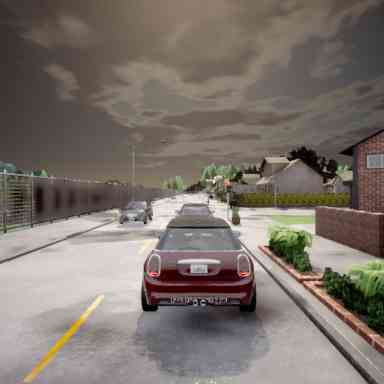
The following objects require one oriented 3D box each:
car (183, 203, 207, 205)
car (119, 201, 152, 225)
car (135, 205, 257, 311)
[{"bbox_3d":[0.163,1.352,17.590,2.097,1.767,4.553,0,0,0],"label":"car"},{"bbox_3d":[-3.914,1.440,24.022,2.128,1.511,4.902,0,0,0],"label":"car"},{"bbox_3d":[0.125,1.352,7.893,2.097,1.767,4.553,0,0,0],"label":"car"}]
